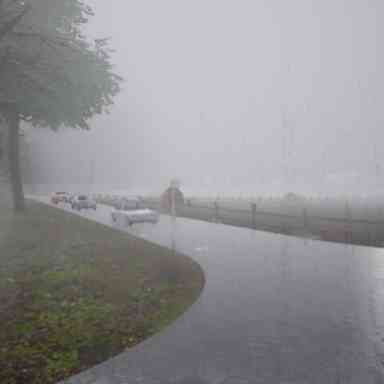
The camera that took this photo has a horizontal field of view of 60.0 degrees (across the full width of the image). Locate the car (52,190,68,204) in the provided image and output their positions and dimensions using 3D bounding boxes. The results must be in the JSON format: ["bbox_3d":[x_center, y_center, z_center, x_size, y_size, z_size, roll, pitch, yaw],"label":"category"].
[{"bbox_3d":[-18.877,0.786,48.077,2.150,2.045,5.566,-1,1,-30],"label":"car"}]

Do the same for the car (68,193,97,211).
[{"bbox_3d":[-11.244,1.119,34.547,1.837,1.490,4.892,-1,1,-30],"label":"car"}]

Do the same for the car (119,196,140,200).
[{"bbox_3d":[-6.050,1.163,31.166,1.837,1.490,4.892,0,1,-30],"label":"car"}]

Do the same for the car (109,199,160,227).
[{"bbox_3d":[-3.809,1.394,21.516,1.895,1.301,4.718,-1,1,-30],"label":"car"}]
